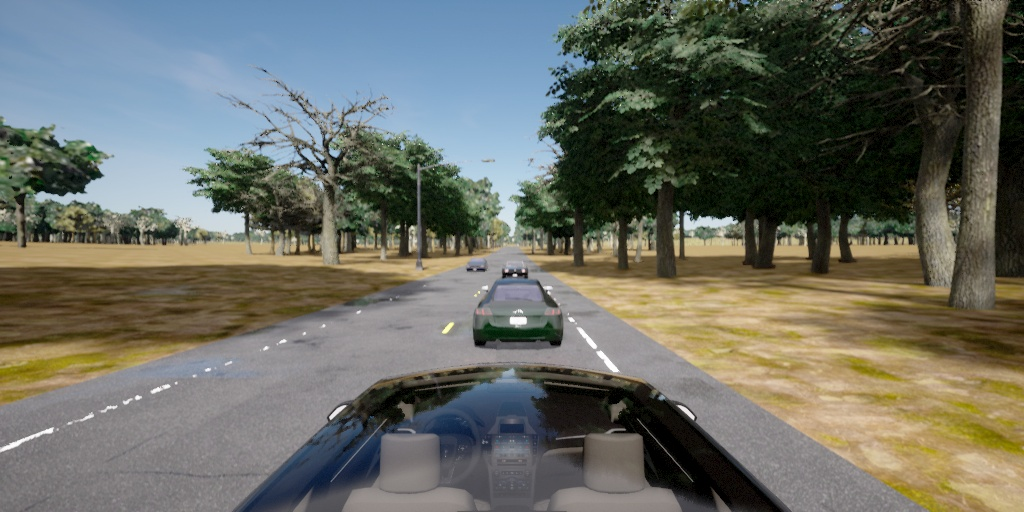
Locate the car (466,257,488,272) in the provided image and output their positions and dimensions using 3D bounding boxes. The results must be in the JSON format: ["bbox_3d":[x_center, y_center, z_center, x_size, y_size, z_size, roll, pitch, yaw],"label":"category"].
[{"bbox_3d":[-3.430,0.830,36.098,2.033,1.411,5.357,0,1,0],"label":"car"}]

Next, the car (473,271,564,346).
[{"bbox_3d":[0.135,1.254,9.246,1.994,1.385,4.181,0,1,0],"label":"car"}]

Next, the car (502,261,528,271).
[{"bbox_3d":[0.225,1.027,27.170,1.895,1.301,4.718,0,1,0],"label":"car"}]
